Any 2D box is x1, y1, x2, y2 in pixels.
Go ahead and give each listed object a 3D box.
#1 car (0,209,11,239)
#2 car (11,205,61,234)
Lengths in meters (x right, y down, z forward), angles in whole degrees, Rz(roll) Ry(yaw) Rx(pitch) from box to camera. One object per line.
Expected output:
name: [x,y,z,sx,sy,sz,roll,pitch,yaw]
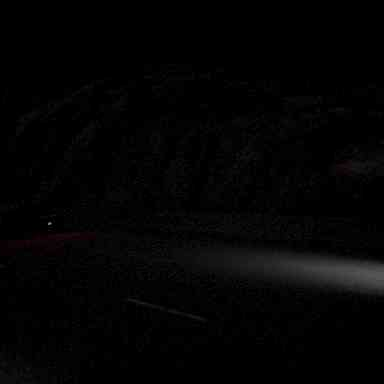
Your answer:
car: [-11.214,1.383,16.304,4.553,1.767,2.097,0,0,36]
car: [-9.739,1.524,19.552,4.902,1.511,2.128,0,0,36]
